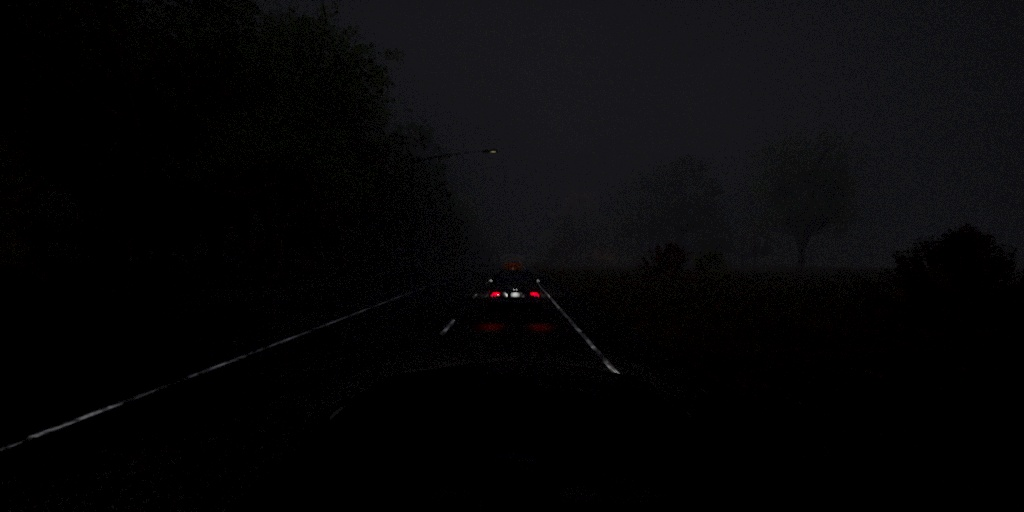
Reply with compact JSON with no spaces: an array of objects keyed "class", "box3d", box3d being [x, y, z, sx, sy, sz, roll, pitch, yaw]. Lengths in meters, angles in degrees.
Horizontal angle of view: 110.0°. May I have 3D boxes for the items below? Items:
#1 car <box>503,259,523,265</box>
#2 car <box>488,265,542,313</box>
[{"class":"car","box3d":[0.093,1.010,36.217,1.882,1.535,5.008,0,0,0]},{"class":"car","box3d":[0.095,1.222,13.533,2.033,1.411,5.357,0,0,0]}]
